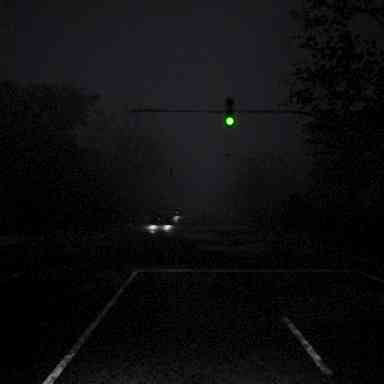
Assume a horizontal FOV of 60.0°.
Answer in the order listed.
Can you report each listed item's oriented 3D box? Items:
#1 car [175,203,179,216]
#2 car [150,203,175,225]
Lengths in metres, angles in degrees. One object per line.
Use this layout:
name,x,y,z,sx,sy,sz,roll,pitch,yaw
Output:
car,-3.381,2.964,56.714,2.150,2.045,5.566,0,-1,1
car,-3.474,2.585,38.062,2.150,2.045,5.566,0,-2,0
